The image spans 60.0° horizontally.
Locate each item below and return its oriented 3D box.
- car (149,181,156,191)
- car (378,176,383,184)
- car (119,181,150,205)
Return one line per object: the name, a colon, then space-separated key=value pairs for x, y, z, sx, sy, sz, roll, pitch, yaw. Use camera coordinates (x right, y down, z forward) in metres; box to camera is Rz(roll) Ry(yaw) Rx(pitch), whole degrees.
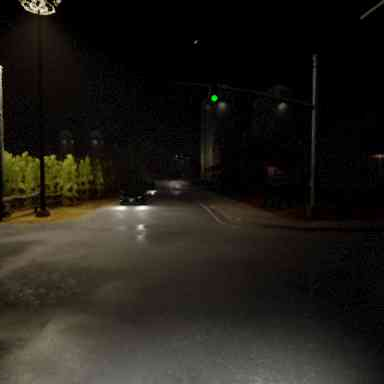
car: x=-6.464 y=-0.952 z=50.574 sx=2.033 sy=1.411 sz=5.357 roll=0 pitch=3 yaw=-4
car: x=43.076 y=-2.576 z=74.115 sx=1.905 sy=1.878 sz=3.866 roll=10 pitch=11 yaw=41
car: x=-4.666 y=0.189 z=26.924 sx=1.837 sy=1.490 sz=4.892 roll=0 pitch=4 yaw=-4
